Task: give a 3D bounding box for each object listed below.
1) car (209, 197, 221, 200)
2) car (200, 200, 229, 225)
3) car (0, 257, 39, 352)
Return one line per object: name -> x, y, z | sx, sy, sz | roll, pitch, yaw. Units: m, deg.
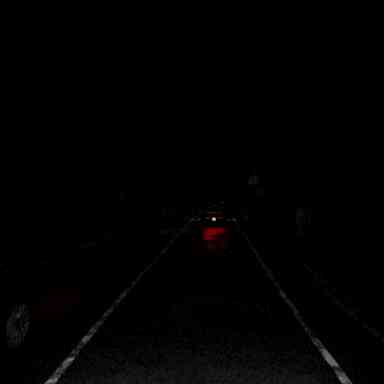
car -> 2.879, 1.459, 41.520 | 2.097, 1.767, 4.553 | 0, 0, 3
car -> 1.645, 1.563, 24.601 | 1.837, 1.490, 4.892 | 0, 0, 4
car -> -3.447, 1.498, 3.419 | 2.128, 1.511, 4.902 | 0, 0, 2
